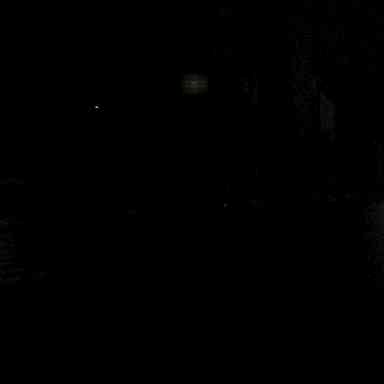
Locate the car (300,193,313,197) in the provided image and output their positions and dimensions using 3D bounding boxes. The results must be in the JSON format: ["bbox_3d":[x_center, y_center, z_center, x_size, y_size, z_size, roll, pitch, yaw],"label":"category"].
[{"bbox_3d":[19.917,1.415,59.484,1.887,1.381,4.507,0,0,35],"label":"car"}]

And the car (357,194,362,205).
[{"bbox_3d":[23.701,1.377,49.984,1.947,1.339,4.313,0,0,35],"label":"car"}]

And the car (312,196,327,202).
[{"bbox_3d":[26.349,1.417,68.751,1.947,1.339,4.313,0,0,35],"label":"car"}]

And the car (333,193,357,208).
[{"bbox_3d":[20.485,1.136,45.353,2.192,1.841,5.009,0,0,35],"label":"car"}]

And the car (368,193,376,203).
[{"bbox_3d":[33.345,1.098,63.883,2.192,1.841,5.009,0,0,35],"label":"car"}]

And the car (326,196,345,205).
[{"bbox_3d":[23.285,1.353,53.893,1.812,1.442,4.674,-1,0,35],"label":"car"}]

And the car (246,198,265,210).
[{"bbox_3d":[7.057,1.494,40.951,1.802,1.307,4.206,0,0,35],"label":"car"}]

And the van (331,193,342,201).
[{"bbox_3d":[35.992,1.185,82.651,1.690,1.788,3.998,-1,0,35],"label":"van"}]

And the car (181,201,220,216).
[{"bbox_3d":[0.626,1.524,31.685,1.802,1.307,4.206,0,0,35],"label":"car"}]

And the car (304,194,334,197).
[{"bbox_3d":[17.421,1.336,45.441,2.128,1.511,4.902,-1,0,35],"label":"car"}]

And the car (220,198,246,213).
[{"bbox_3d":[3.840,1.366,36.318,1.967,1.590,4.097,0,0,35],"label":"car"}]

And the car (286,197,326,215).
[{"bbox_3d":[10.842,1.424,31.453,1.947,1.339,4.313,0,0,35],"label":"car"}]

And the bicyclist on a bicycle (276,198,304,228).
[{"bbox_3d":[5.360,1.177,18.359,1.656,1.620,0.582,-1,0,35],"label":"bicyclist on a bicycle"}]

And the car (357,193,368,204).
[{"bbox_3d":[26.915,1.117,54.617,2.192,1.841,5.009,0,0,35],"label":"car"}]

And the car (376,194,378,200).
[{"bbox_3d":[36.658,1.301,68.654,1.752,1.417,4.829,-1,0,35],"label":"car"}]

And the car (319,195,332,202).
[{"bbox_3d":[29.563,1.426,73.382,1.802,1.307,4.206,0,0,35],"label":"car"}]

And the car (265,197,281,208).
[{"bbox_3d":[10.174,1.426,45.444,1.752,1.417,4.829,0,0,35],"label":"car"}]

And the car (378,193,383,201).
[{"bbox_3d":[42.990,1.357,77.779,1.802,1.307,4.206,-1,0,35],"label":"car"}]

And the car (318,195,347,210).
[{"bbox_3d":[17.271,1.377,40.719,1.887,1.381,4.507,0,0,35],"label":"car"}]

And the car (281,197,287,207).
[{"bbox_3d":[13.487,1.455,50.218,1.947,1.339,4.313,0,0,35],"label":"car"}]
